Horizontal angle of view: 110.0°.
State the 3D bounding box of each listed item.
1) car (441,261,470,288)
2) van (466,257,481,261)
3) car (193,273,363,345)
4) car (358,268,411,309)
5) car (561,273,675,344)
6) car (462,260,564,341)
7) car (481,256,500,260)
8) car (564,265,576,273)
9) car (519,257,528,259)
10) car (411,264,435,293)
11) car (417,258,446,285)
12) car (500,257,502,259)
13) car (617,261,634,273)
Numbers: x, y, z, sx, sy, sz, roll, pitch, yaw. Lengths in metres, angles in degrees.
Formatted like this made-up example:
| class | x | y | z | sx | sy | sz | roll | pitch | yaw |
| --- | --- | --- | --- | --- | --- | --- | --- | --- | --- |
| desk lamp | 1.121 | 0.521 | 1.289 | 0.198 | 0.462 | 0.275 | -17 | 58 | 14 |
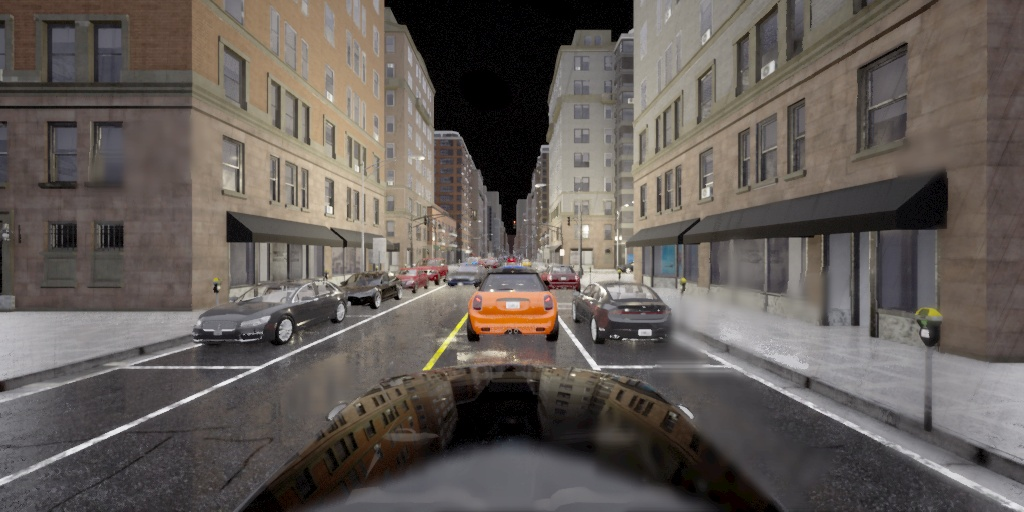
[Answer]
| class | x | y | z | sx | sy | sz | roll | pitch | yaw |
| --- | --- | --- | --- | --- | --- | --- | --- | --- | --- |
| car | -2.802 | 1.294 | 23.934 | 2.033 | 1.411 | 5.357 | 0 | 0 | 6 |
| van | -5.902 | 1.078 | 52.855 | 1.690 | 1.789 | 3.998 | 0 | 0 | 0 |
| car | -5.863 | 1.300 | 9.335 | 2.007 | 1.370 | 4.403 | 0 | 0 | 0 |
| car | -5.867 | 1.314 | 14.860 | 1.948 | 1.339 | 4.313 | 0 | 0 | 0 |
| car | 2.663 | 1.300 | 9.366 | 2.007 | 1.370 | 4.403 | 0 | 0 | 0 |
| car | 0.013 | 1.101 | 10.009 | 2.097 | 1.767 | 4.553 | 0 | 0 | 0 |
| car | -3.132 | 1.215 | 53.440 | 1.882 | 1.535 | 5.008 | 0 | 0 | 0 |
| car | 2.653 | 1.187 | 20.417 | 1.967 | 1.591 | 4.097 | 0 | 0 | 0 |
| car | 2.613 | 1.259 | 64.248 | 1.751 | 1.417 | 4.829 | 0 | 0 | 0 |
| car | -5.873 | 1.329 | 20.384 | 1.802 | 1.307 | 4.207 | 0 | 0 | 0 |
| car | -5.878 | 1.061 | 25.907 | 2.192 | 1.841 | 5.009 | 0 | 0 | 0 |
| car | -3.122 | 1.260 | 62.782 | 1.812 | 1.442 | 4.674 | 0 | 0 | 0 |
| car | 14.531 | 1.238 | 41.052 | 4.892 | 1.490 | 1.837 | 0 | 0 | 1 |
